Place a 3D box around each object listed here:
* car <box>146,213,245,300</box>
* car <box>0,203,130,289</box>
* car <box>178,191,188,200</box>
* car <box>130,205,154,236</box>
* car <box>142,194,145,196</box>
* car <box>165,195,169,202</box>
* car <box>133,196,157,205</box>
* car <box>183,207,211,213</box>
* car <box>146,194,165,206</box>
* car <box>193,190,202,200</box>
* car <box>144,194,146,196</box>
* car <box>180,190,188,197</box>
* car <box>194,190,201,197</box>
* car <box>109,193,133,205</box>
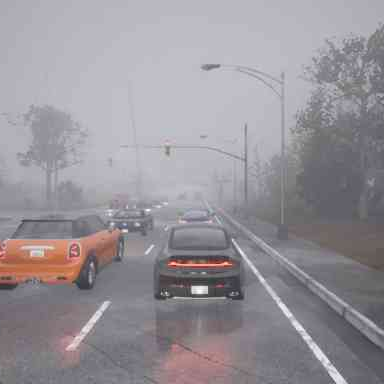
[{"bbox_3d":[0.160,1.505,8.375,1.837,1.490,4.892,0,0,1],"label":"car"},{"bbox_3d":[-3.328,1.352,9.315,2.097,1.767,4.553,0,0,1],"label":"car"},{"bbox_3d":[-2.247,1.013,75.204,1.837,1.490,4.892,0,3,1],"label":"car"},{"bbox_3d":[-3.250,1.601,18.400,1.895,1.301,4.718,0,0,0],"label":"car"},{"bbox_3d":[-9.693,1.526,56.470,1.812,1.442,4.674,0,0,2],"label":"car"},{"bbox_3d":[-5.867,1.382,68.999,1.994,1.385,4.181,0,2,1],"label":"car"},{"bbox_3d":[-6.412,1.564,45.790,1.994,1.385,4.181,0,0,1],"label":"car"},{"bbox_3d":[0.253,1.526,17.450,1.812,1.442,4.674,0,0,3],"label":"car"},{"bbox_3d":[-6.196,1.477,56.314,1.882,1.535,5.008,0,0,1],"label":"car"},{"bbox_3d":[1.252,1.053,75.139,2.033,1.411,5.357,0,3,1],"label":"car"},{"bbox_3d":[-9.416,1.230,67.258,2.097,1.767,4.553,0,2,1],"label":"car"},{"bbox_3d":[-2.047,0.341,85.621,1.812,1.442,4.674,0,3,1],"label":"car"},{"bbox_3d":[1.452,0.316,85.553,1.837,1.490,4.892,0,3,1],"label":"car"},{"bbox_3d":[-9.901,1.222,46.291,2.150,2.045,5.566,0,0,1],"label":"car"}]
